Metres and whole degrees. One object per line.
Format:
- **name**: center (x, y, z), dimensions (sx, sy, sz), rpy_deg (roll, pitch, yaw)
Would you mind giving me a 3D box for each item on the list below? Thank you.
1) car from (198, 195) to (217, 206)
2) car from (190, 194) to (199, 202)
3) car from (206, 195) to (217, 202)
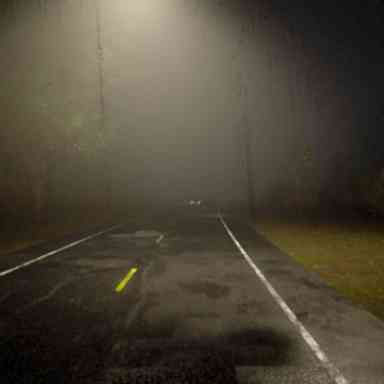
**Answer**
- **car**: center (2.450, 1.441, 52.400), dimensions (1.994, 1.385, 4.181), rpy_deg (0, 0, 5)
- **car**: center (0.778, 1.176, 71.740), dimensions (2.097, 1.767, 4.553), rpy_deg (0, 0, 6)
- **car**: center (4.166, 1.373, 70.592), dimensions (1.994, 1.385, 4.181), rpy_deg (0, 0, 7)
